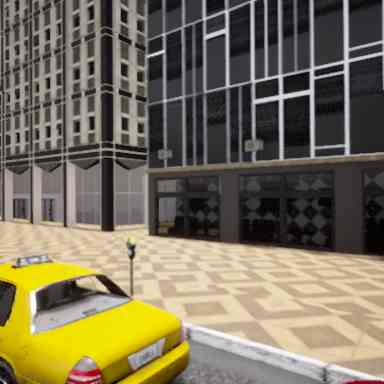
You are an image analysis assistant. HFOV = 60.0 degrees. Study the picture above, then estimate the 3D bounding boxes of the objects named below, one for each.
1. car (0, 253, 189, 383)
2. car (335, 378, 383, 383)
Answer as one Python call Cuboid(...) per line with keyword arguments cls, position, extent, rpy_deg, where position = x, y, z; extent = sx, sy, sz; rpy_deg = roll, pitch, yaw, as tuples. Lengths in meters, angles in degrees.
Cuboid(cls="car", position=(-2.312, 1.526, 4.534), extent=(4.829, 1.417, 1.752), rpy_deg=(0, -1, 36))
Cuboid(cls="car", position=(2.418, 1.582, 1.158), extent=(4.206, 1.307, 1.802), rpy_deg=(0, -1, 36))
